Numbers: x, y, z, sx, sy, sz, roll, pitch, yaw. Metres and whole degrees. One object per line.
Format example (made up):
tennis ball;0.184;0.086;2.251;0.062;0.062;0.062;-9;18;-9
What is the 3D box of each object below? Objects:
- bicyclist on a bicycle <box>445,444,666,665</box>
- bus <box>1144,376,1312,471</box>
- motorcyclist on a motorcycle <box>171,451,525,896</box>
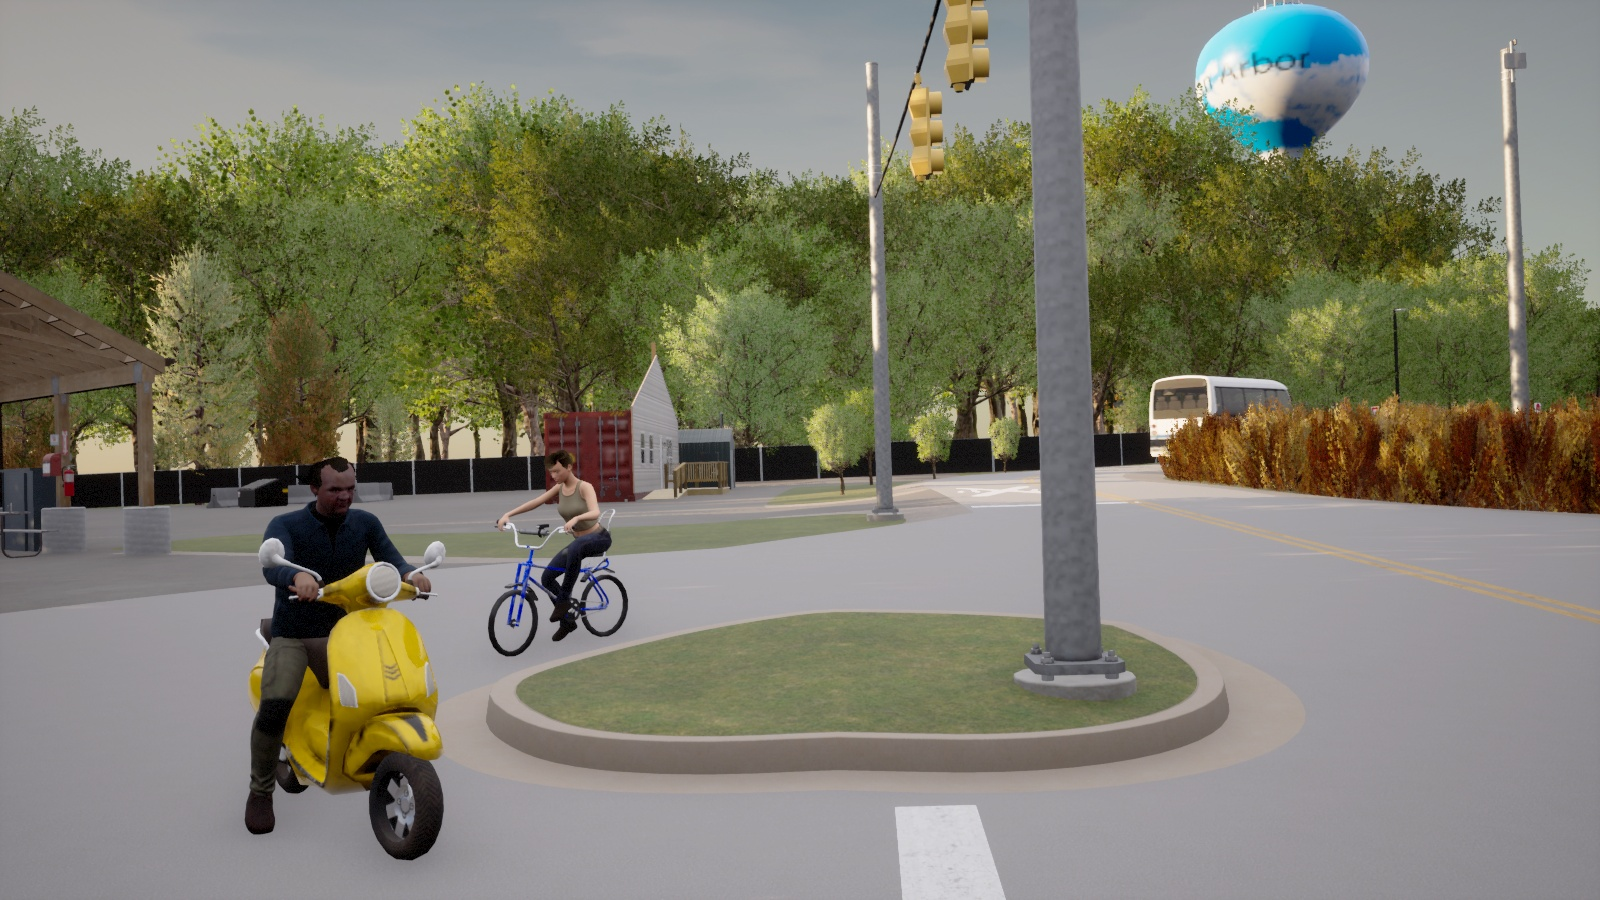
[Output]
bicyclist on a bicycle;-1.980;0.793;10.329;0.866;1.612;1.509;-1;2;39
bus;21.339;-1.249;62.154;3.944;4.253;10.273;-2;-1;43
motorcyclist on a motorcycle;-2.030;0.809;5.479;0.866;1.590;1.817;0;0;-40
